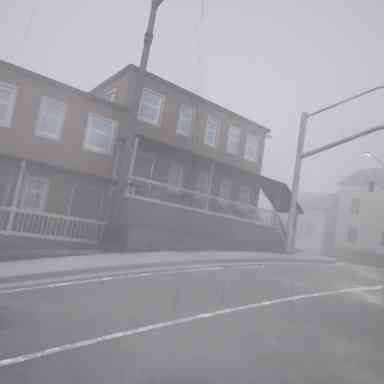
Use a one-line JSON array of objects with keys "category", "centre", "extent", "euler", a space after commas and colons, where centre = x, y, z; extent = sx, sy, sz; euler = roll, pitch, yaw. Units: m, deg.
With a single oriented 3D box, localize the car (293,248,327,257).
[{"category": "car", "centre": [9.677, 5.712, 29.290], "extent": [1.812, 1.442, 4.674], "euler": [14, -16, -34]}]
